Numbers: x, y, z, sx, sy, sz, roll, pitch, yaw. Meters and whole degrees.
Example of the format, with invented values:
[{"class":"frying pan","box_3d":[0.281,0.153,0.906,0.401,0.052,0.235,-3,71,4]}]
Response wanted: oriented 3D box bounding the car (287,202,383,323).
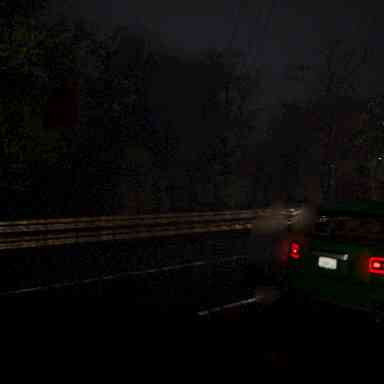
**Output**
[{"class":"car","box_3d":[4.342,1.228,6.885,5.566,2.045,2.150,0,0,-36]}]
